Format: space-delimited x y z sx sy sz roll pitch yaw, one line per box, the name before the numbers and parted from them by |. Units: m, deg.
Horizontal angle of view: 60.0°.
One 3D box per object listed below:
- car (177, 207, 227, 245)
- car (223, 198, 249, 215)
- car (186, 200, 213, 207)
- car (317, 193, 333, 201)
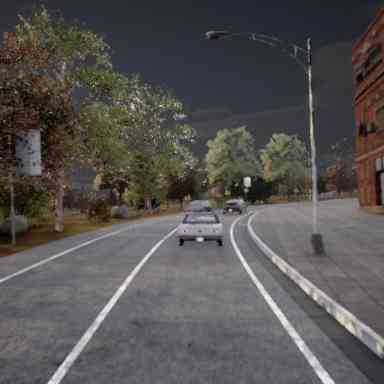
car | 0.480 1.594 15.538 1.895 1.301 4.718 -1 0 4
car | 4.407 1.416 33.213 1.837 1.490 4.892 -2 0 20
car | 0.688 1.537 33.001 1.837 1.490 4.892 -3 -1 20
car | 25.725 0.925 65.255 4.902 1.511 2.128 -2 -3 -37
